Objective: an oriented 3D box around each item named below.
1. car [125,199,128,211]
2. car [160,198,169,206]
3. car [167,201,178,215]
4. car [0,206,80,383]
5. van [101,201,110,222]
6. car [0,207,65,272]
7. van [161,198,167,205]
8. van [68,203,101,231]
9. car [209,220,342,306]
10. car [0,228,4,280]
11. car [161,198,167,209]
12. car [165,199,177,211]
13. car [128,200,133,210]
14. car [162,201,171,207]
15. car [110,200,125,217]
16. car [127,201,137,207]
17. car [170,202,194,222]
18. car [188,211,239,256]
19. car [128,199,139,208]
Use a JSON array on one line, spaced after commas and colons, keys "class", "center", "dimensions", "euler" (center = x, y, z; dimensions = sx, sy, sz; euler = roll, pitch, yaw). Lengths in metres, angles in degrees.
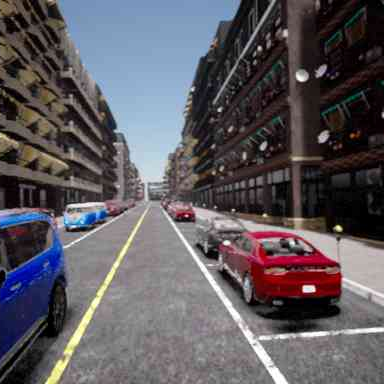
[{"class": "car", "center": [-10.421, 2.050, 45.697], "dimensions": [2.192, 1.841, 5.009], "euler": [0, -1, -6]}, {"class": "car", "center": [-7.014, 2.530, 84.995], "dimensions": [2.192, 1.841, 5.009], "euler": [0, -1, -6]}, {"class": "car", "center": [-1.333, 1.976, 35.540], "dimensions": [1.887, 1.381, 4.507], "euler": [0, -1, -6]}, {"class": "car", "center": [-3.088, 1.326, 3.869], "dimensions": [2.150, 2.045, 5.566], "euler": [-1, -1, -6]}, {"class": "van", "center": [-8.540, 1.834, 29.215], "dimensions": [1.690, 1.788, 3.998], "euler": [0, -1, -6]}, {"class": "car", "center": [-6.656, 1.582, 12.733], "dimensions": [2.192, 1.841, 5.009], "euler": [1, -1, -6]}, {"class": "van", "center": [-7.641, 2.653, 90.490], "dimensions": [1.690, 1.788, 3.998], "euler": [0, -1, -6]}, {"class": "van", "center": [-7.911, 1.756, 23.719], "dimensions": [1.690, 1.788, 3.998], "euler": [0, -1, -6]}, {"class": "car", "center": [1.804, 1.599, 8.068], "dimensions": [1.887, 1.381, 4.507], "euler": [0, -1, -6]}, {"class": "car", "center": [-6.011, 1.718, 7.066], "dimensions": [1.752, 1.417, 4.829], "euler": [1, -1, -6]}, {"class": "car", "center": [-3.248, 1.992, 52.024], "dimensions": [2.192, 1.841, 5.009], "euler": [0, -1, -6]}, {"class": "car", "center": [-1.953, 1.952, 41.038], "dimensions": [1.967, 1.590, 4.097], "euler": [0, -1, -6]}, {"class": "car", "center": [-11.678, 2.468, 56.683], "dimensions": [1.947, 1.339, 4.313], "euler": [0, -1, -6]}, {"class": "car", "center": [-5.759, 2.610, 74.001], "dimensions": [1.802, 1.307, 4.206], "euler": [0, -1, -6]}, {"class": "car", "center": [-9.794, 1.968, 40.203], "dimensions": [2.192, 1.841, 5.009], "euler": [0, -1, -6]}, {"class": "car", "center": [-14.187, 2.806, 78.659], "dimensions": [1.887, 1.381, 4.507], "euler": [0, -1, -6]}, {"class": "car", "center": [-0.705, 1.897, 30.047], "dimensions": [1.887, 1.381, 4.507], "euler": [0, -1, -6]}, {"class": "car", "center": [1.177, 1.677, 13.563], "dimensions": [2.008, 1.369, 4.403], "euler": [0, -1, -6]}, {"class": "car", "center": [-13.559, 2.484, 73.168], "dimensions": [2.192, 1.841, 5.009], "euler": [0, -1, -6]}]
